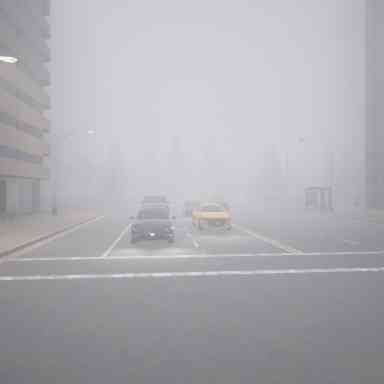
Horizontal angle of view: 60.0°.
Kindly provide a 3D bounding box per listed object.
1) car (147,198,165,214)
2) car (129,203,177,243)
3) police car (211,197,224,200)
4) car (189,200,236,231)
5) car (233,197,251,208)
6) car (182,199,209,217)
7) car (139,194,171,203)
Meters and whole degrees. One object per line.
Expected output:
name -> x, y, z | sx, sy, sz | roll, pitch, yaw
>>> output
car -> -4.004, 1.478, 37.235 | 1.882, 1.535, 5.008 | 0, 0, -5
car -> -1.879, 1.505, 16.073 | 1.837, 1.490, 4.892 | 0, 0, -6
police car -> 2.911, 1.425, 38.832 | 1.930, 1.638, 5.238 | 0, 0, -6
car -> 1.138, 1.478, 20.968 | 1.882, 1.535, 5.008 | 0, 0, -6
car -> 7.361, 1.515, 49.504 | 1.812, 1.442, 4.674 | 0, 0, 25
car -> 0.093, 1.547, 31.196 | 2.033, 1.411, 5.357 | 0, 0, -6
car -> -2.882, 1.221, 25.868 | 2.150, 2.045, 5.566 | 0, 0, -6
